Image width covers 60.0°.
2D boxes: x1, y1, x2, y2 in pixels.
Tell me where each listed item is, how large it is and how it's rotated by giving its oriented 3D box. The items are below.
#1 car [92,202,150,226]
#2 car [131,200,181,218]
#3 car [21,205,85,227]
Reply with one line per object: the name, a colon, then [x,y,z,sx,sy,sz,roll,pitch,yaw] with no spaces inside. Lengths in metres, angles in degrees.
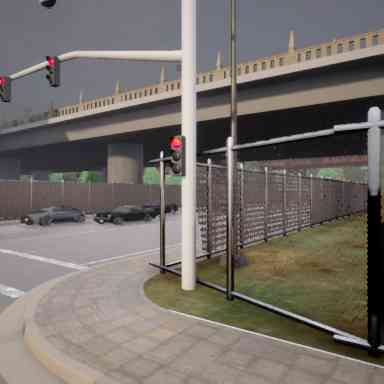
car: [-4.775,1.656,24.003,1.895,1.301,4.718,0,0,35]
car: [-3.380,1.547,32.037,2.128,1.511,4.902,0,0,35]
car: [-9.603,1.620,23.235,1.994,1.385,4.181,0,0,35]
